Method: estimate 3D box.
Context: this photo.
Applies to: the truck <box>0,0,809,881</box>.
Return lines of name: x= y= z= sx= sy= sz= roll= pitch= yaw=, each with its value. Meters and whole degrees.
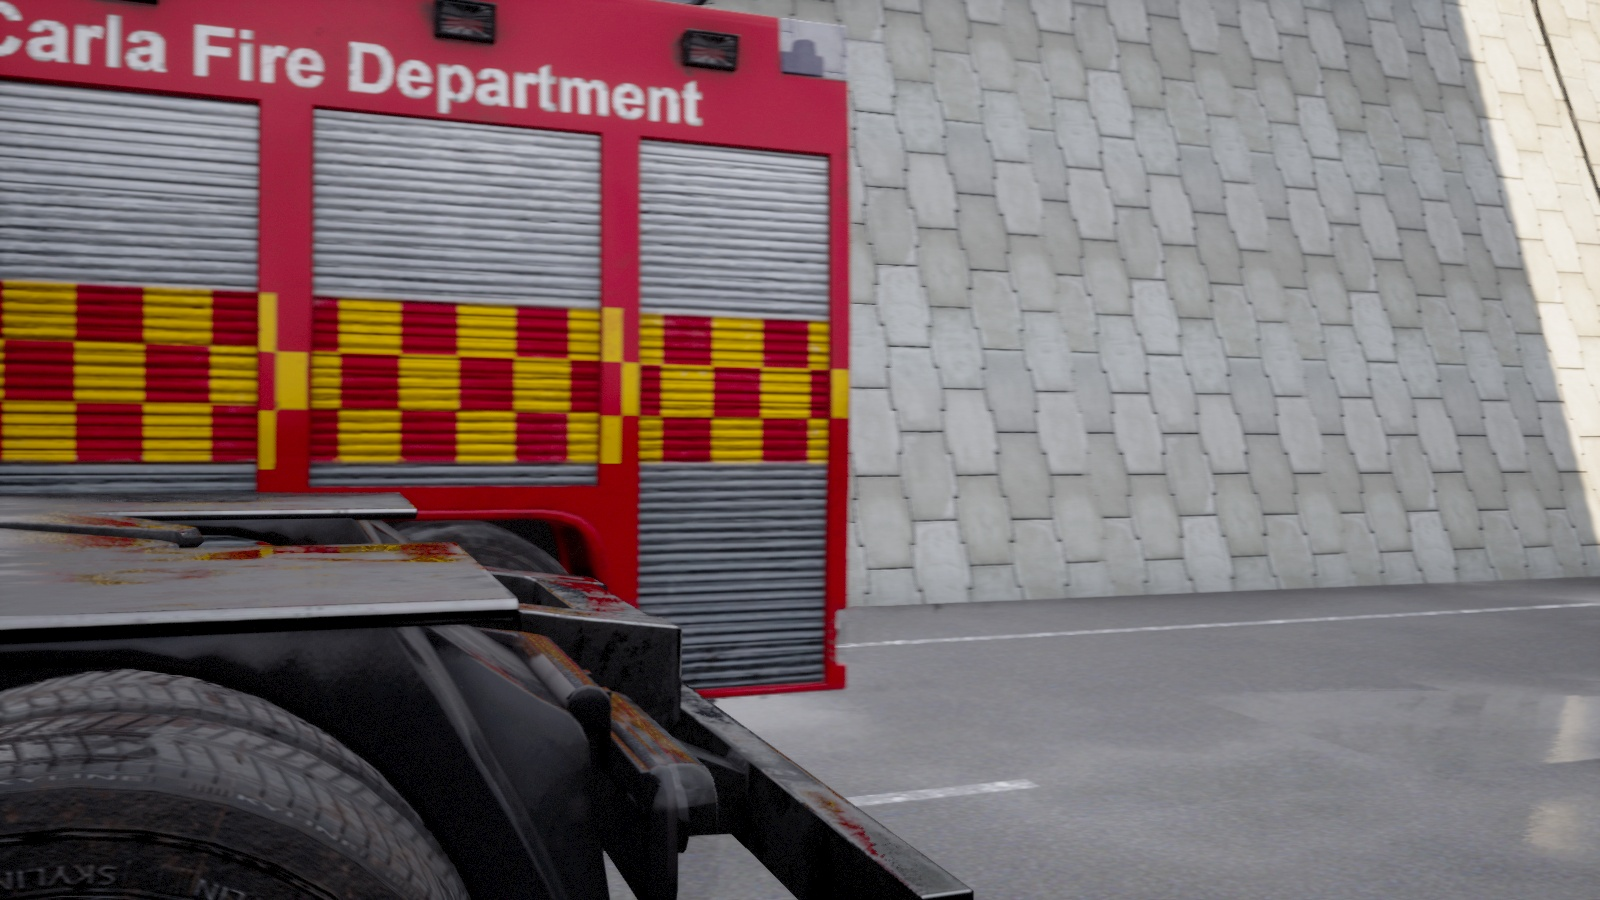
truck: x=-4.455 y=-0.405 z=5.279 sx=8.468 sy=3.827 sz=2.891 roll=-1 pitch=1 yaw=-21

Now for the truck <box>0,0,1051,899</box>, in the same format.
truck: x=-3.866 y=-0.171 z=1.759 sx=7.936 sy=3.462 sz=2.891 roll=-1 pitch=1 yaw=-21
